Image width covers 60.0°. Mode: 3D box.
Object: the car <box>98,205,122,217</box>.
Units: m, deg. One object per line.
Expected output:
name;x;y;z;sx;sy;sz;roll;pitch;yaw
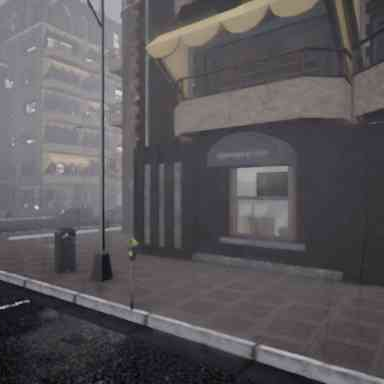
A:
car;-9.246;2.222;39.729;1.802;1.307;4.206;-1;-2;35

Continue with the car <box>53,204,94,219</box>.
car;-12.527;1.979;35.103;1.967;1.590;4.097;-1;-2;35
